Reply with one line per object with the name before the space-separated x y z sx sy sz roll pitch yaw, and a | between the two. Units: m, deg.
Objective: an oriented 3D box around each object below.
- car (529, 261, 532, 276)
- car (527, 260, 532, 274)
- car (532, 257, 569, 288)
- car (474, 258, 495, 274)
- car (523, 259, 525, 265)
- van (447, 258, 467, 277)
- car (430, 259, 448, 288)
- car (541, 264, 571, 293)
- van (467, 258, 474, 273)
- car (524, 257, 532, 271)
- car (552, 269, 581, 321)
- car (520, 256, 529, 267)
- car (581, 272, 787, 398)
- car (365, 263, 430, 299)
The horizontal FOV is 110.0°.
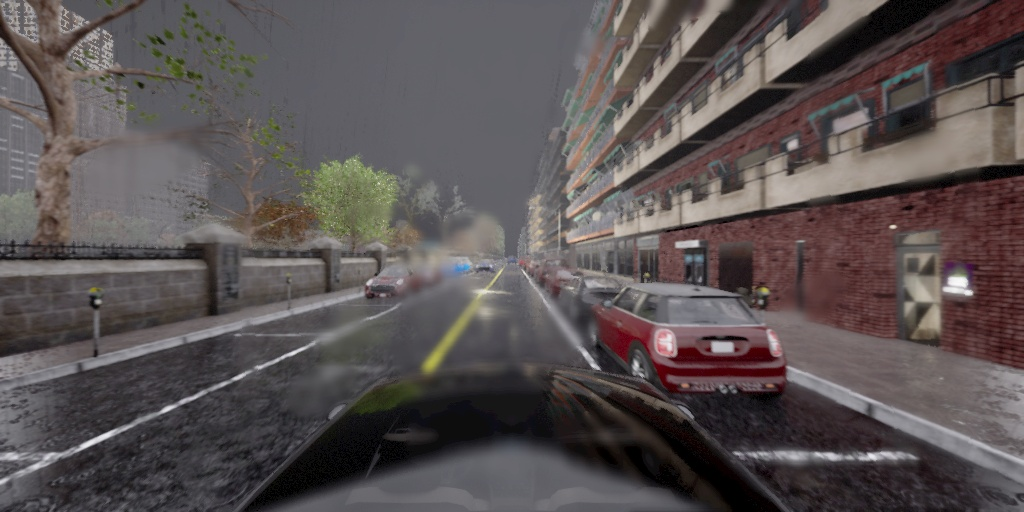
car | 2.697 1.316 29.046 2.007 1.370 4.403 0 0 0
car | 2.698 1.316 34.676 1.888 1.381 4.507 0 0 0
car | 2.696 1.075 23.416 2.192 1.841 5.009 0 0 0
car | -3.077 1.132 41.818 2.097 1.767 4.553 0 0 0
car | 2.701 1.368 45.936 1.802 1.307 4.207 0 0 0
van | -5.682 1.112 34.678 1.690 1.789 3.998 0 0 0
car | -5.684 1.200 23.418 1.967 1.591 4.097 0 0 0
car | 2.695 1.302 17.785 1.888 1.381 4.507 0 0 0
van | -5.680 1.119 40.307 1.690 1.789 3.998 0 0 0
car | 2.700 1.218 40.305 1.967 1.591 4.097 0 0 0
car | 2.693 1.304 12.156 2.007 1.370 4.403 0 0 0
car | 2.703 1.111 51.565 2.192 1.841 5.009 0 0 0
car | 2.692 1.191 6.526 1.967 1.591 4.097 0 0 0
car | -5.686 1.196 17.789 1.967 1.591 4.097 0 0 0
